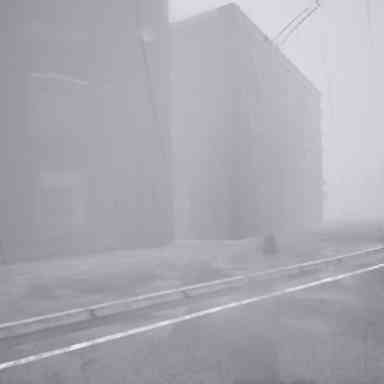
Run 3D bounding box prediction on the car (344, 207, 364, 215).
[{"bbox_3d":[28.655,3.458,59.263,1.812,1.442,4.674,-1,-3,-4],"label":"car"}]
